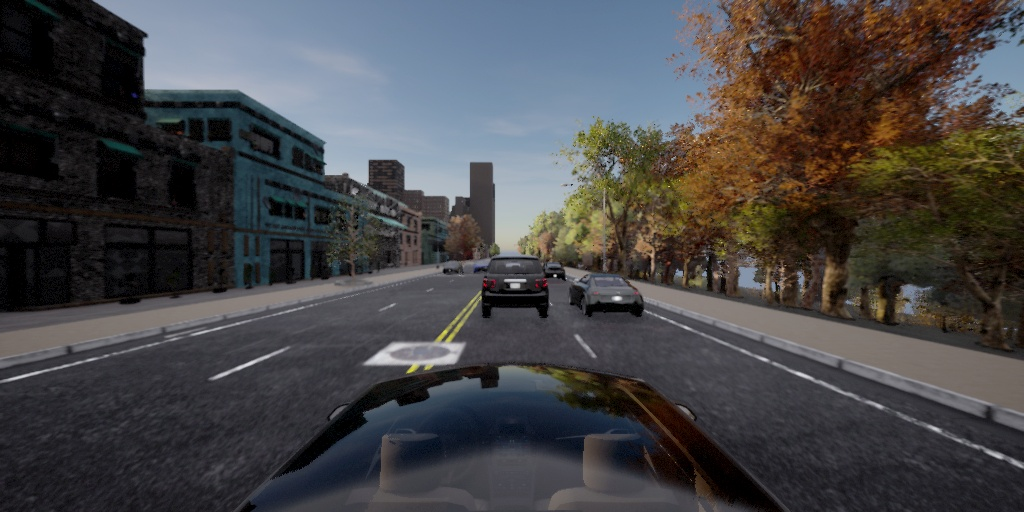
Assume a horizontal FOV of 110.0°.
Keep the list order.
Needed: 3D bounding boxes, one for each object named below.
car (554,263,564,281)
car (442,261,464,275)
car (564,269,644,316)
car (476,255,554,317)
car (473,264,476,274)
[{"bbox_3d":[3.347,1.283,30.222,1.837,1.490,4.892,0,0,0],"label":"car"},{"bbox_3d":[-6.593,1.293,40.345,1.837,1.490,4.892,0,0,0],"label":"car"},{"bbox_3d":[3.349,1.326,13.416,1.994,1.385,4.181,0,0,0],"label":"car"},{"bbox_3d":[0.098,0.983,13.314,2.150,2.045,5.566,0,0,0],"label":"car"},{"bbox_3d":[-3.345,1.267,41.446,1.882,1.535,5.008,0,0,0],"label":"car"}]
